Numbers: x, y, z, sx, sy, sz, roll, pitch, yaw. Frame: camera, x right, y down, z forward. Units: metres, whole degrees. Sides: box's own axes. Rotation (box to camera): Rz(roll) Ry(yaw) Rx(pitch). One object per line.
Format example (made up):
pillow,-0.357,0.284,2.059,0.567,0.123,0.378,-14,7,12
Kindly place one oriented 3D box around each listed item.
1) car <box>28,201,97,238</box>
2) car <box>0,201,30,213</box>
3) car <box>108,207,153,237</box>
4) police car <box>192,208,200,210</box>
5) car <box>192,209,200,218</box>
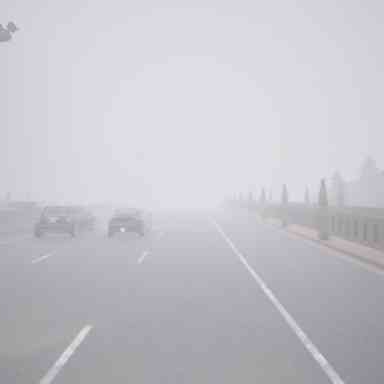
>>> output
car,-6.907,1.468,18.621,2.097,1.767,4.553,0,0,0
car,-14.104,1.522,27.061,2.097,1.767,4.553,0,0,0
car,-3.408,1.623,18.796,1.837,1.490,4.892,0,0,0
police car,1.024,4.676,79.270,1.930,1.638,5.238,0,-8,0
car,1.021,5.784,89.130,2.150,2.045,5.566,0,-8,0
